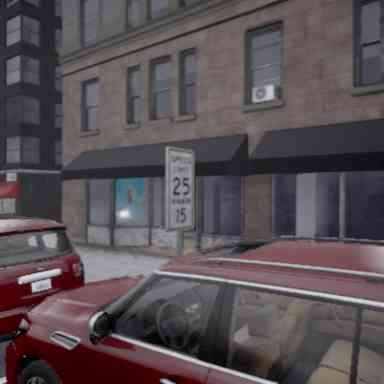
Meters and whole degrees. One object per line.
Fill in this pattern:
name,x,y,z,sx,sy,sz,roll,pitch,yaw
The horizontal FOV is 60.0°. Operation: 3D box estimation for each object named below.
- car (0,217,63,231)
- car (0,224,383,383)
car,-3.988,1.377,5.914,5.009,1.841,2.192,-1,0,36
car,0.559,1.324,2.669,5.009,1.841,2.192,-1,0,36
